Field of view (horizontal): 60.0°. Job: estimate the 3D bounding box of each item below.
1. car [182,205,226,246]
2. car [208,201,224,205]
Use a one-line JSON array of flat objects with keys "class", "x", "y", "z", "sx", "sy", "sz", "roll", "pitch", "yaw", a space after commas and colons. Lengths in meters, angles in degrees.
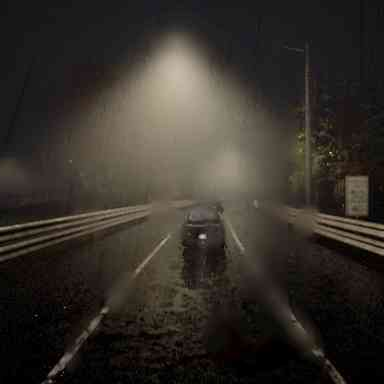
[{"class": "car", "x": 0.578, "y": 1.591, "z": 15.819, "sx": 2.128, "sy": 1.511, "sz": 4.902, "roll": 0, "pitch": 0, "yaw": 3}, {"class": "car", "x": 2.950, "y": 1.810, "z": 41.203, "sx": 1.994, "sy": 1.385, "sz": 4.181, "roll": 0, "pitch": 0, "yaw": 8}]
